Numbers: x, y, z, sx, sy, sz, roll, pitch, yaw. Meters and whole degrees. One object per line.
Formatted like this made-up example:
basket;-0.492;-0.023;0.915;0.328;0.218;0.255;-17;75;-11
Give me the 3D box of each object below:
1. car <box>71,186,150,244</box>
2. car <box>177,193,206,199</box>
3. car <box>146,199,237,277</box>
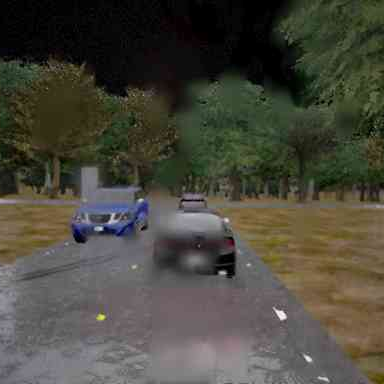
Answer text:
car;-3.086;0.794;13.788;2.150;2.045;5.566;0;1;0
car;-0.020;0.823;23.389;2.128;1.511;4.902;0;1;-2
car;0.070;1.177;9.288;1.882;1.535;5.008;0;2;0
